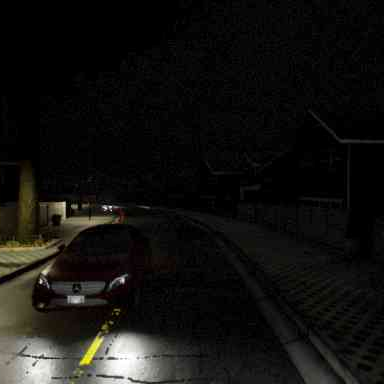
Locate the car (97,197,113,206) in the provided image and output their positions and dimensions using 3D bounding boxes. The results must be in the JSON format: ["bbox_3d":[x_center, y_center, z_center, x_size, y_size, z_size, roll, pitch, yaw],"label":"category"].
[{"bbox_3d":[-15.972,1.746,60.893,2.128,1.511,4.902,0,0,-30],"label":"car"}]

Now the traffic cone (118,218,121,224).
[{"bbox_3d":[-4.907,2.059,22.599,0.340,0.580,0.340,0,0,-8],"label":"traffic cone"}]

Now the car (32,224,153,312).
[{"bbox_3d":[-1.991,1.540,7.880,1.812,1.442,4.674,0,0,-1],"label":"car"}]
